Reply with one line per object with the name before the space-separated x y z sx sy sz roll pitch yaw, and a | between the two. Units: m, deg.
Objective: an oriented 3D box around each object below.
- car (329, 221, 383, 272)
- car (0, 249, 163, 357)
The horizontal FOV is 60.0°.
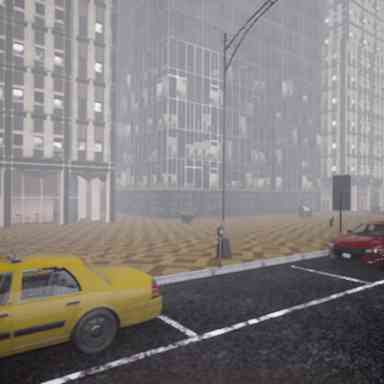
car | 6.392 1.647 11.117 4.507 1.381 1.887 1 0 -35
car | -2.755 1.529 4.594 4.829 1.417 1.752 1 0 -35
